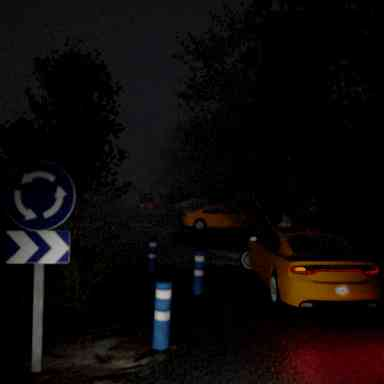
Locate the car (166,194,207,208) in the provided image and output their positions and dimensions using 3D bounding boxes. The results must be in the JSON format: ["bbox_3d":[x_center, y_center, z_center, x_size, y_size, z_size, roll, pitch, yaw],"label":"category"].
[{"bbox_3d":[-0.672,1.077,40.618,4.792,1.488,2.163,1,2,-7],"label":"car"}]

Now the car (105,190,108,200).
[{"bbox_3d":[-14.139,0.758,44.526,5.366,1.575,1.946,1,1,-7],"label":"car"}]

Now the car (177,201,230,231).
[{"bbox_3d":[1.788,1.605,21.516,5.008,1.535,2.097,1,2,-7],"label":"car"}]

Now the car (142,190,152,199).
[{"bbox_3d":[-8.719,0.426,64.889,1.882,1.535,5.008,1,1,-7],"label":"car"}]

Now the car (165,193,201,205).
[{"bbox_3d":[-1.331,0.922,46.242,4.792,1.488,2.163,1,1,-7],"label":"car"}]

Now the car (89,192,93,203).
[{"bbox_3d":[-12.913,1.073,33.496,4.892,1.521,2.231,1,2,-7],"label":"car"}]

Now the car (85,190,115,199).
[{"bbox_3d":[-16.108,0.487,58.258,4.792,1.488,2.163,1,1,-7],"label":"car"}]

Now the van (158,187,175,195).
[{"bbox_3d":[-6.834,-0.246,90.073,4.442,1.987,1.878,1,1,-7],"label":"van"}]

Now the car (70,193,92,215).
[{"bbox_3d":[-12.384,1.151,30.765,5.366,1.575,1.946,1,2,-7],"label":"car"}]

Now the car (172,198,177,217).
[{"bbox_3d":[1.079,1.478,26.885,4.792,1.488,2.163,1,2,-7],"label":"car"}]

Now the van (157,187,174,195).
[{"bbox_3d":[-7.433,-0.307,92.923,4.442,1.987,1.878,1,1,-7],"label":"van"}]

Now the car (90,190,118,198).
[{"bbox_3d":[-16.811,0.375,63.765,4.792,1.488,2.163,1,1,-7],"label":"car"}]

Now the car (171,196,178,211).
[{"bbox_3d":[0.755,1.408,29.636,4.674,1.452,2.002,1,2,-7],"label":"car"}]

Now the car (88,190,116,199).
[{"bbox_3d":[-16.460,0.431,61.011,4.792,1.488,2.163,1,1,-7],"label":"car"}]

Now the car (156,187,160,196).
[{"bbox_3d":[-3.471,0.287,62.580,5.566,2.045,2.435,1,1,-7],"label":"car"}]

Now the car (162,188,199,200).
[{"bbox_3d":[-0.261,0.877,37.871,5.566,2.045,2.435,1,2,-7],"label":"car"}]

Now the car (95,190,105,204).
[{"bbox_3d":[-14.172,0.825,41.849,5.366,1.575,1.946,1,2,-7],"label":"car"}]

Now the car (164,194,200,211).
[{"bbox_3d":[0.224,1.283,32.358,5.366,1.575,1.946,1,2,-7],"label":"car"}]

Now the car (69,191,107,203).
[{"bbox_3d":[-14.679,0.692,47.247,4.892,1.521,2.231,1,1,-7],"label":"car"}]

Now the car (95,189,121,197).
[{"bbox_3d":[-17.478,0.234,69.275,4.892,1.521,2.231,1,1,-7],"label":"car"}]

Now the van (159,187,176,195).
[{"bbox_3d":[-6.499,-0.192,87.450,4.442,1.987,1.878,1,1,-7],"label":"van"}]

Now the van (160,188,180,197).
[{"bbox_3d":[-5.097,0.032,76.461,4.442,1.987,1.878,1,1,-7],"label":"van"}]

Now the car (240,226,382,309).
[{"bbox_3d":[2.588,1.586,8.252,1.882,1.535,5.008,0,-1,-1],"label":"car"}]

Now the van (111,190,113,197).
[{"bbox_3d":[-15.609,0.289,55.518,4.442,1.987,1.878,1,1,-7],"label":"van"}]

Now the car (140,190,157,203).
[{"bbox_3d":[-6.787,0.752,49.744,2.128,1.511,4.902,1,1,-7],"label":"car"}]

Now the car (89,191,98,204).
[{"bbox_3d":[-13.454,0.987,36.223,5.366,1.575,1.946,1,2,-7],"label":"car"}]

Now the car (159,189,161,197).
[{"bbox_3d":[-2.389,0.707,54.348,5.008,1.535,2.097,1,1,-7],"label":"car"}]

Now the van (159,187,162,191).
[{"bbox_3d":[-3.209,0.368,59.823,4.442,1.987,1.878,1,1,-7],"label":"van"}]

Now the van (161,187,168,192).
[{"bbox_3d":[-2.146,0.539,51.566,4.442,1.987,1.878,1,1,-8],"label":"van"}]

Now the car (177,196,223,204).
[{"bbox_3d":[1.476,1.400,24.266,4.553,1.767,2.185,1,2,-7],"label":"car"}]
